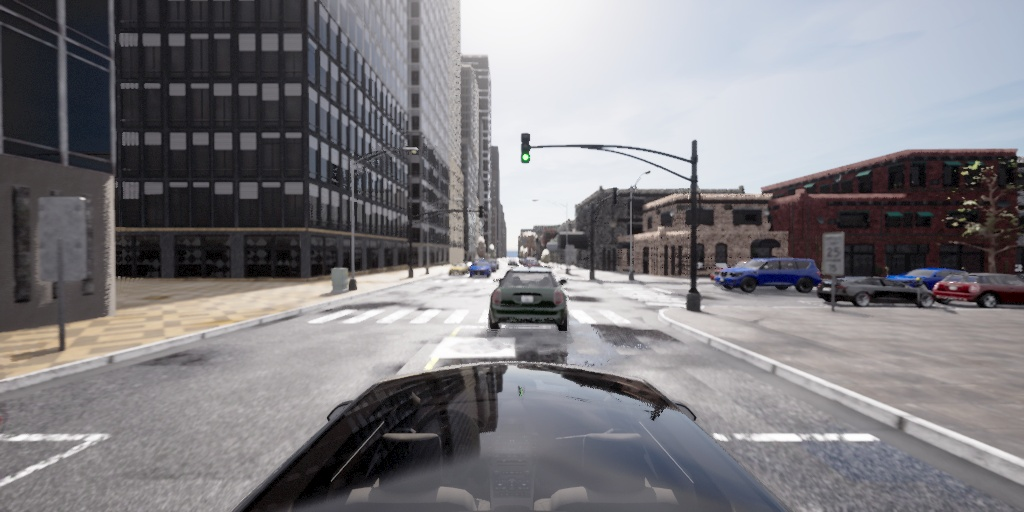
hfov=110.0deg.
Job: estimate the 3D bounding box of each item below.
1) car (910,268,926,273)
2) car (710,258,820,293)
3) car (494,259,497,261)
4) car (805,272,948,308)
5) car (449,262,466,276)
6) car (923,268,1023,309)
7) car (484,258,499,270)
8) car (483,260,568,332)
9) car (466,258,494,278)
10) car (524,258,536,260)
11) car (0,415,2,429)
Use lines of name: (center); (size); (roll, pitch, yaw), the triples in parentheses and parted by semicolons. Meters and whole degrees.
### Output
car: (25.698, 1.496, 21.992); (5.008, 1.535, 1.882); (1, 1, 1)
car: (15.729, 1.146, 22.118); (5.566, 2.045, 2.150); (1, 1, 1)
car: (-3.099, 1.178, 45.654); (2.097, 1.767, 4.553); (0, 0, 0)
car: (16.411, 1.576, 16.330); (4.313, 1.339, 1.948); (0, 0, 1)
car: (-5.830, 1.340, 39.231); (1.751, 1.417, 4.829); (0, 0, 0)
car: (21.958, 1.503, 16.258); (4.097, 1.591, 1.967); (0, 0, 1)
car: (-3.082, 1.196, 55.705); (2.097, 1.767, 4.553); (0, 0, 0)
car: (0.641, 1.117, 11.216); (2.097, 1.767, 4.553); (0, 0, 7)
car: (-3.103, 1.286, 35.740); (1.882, 1.535, 5.008); (0, 0, 0)
car: (2.688, 1.264, 44.991); (1.967, 1.591, 4.097); (0, 0, 0)
car: (-5.692, 1.189, 1.454); (1.967, 1.591, 4.097); (0, 0, 0)
